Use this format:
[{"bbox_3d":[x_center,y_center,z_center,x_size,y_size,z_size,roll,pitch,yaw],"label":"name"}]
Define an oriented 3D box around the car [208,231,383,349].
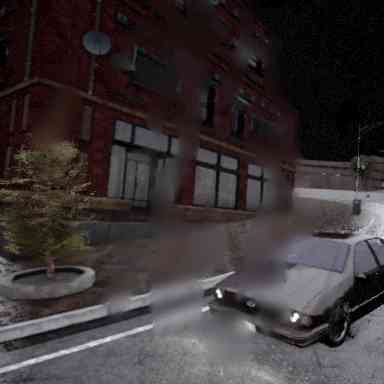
[{"bbox_3d":[2.784,1.539,6.586,5.357,1.411,2.033,0,0,-42],"label":"car"}]
